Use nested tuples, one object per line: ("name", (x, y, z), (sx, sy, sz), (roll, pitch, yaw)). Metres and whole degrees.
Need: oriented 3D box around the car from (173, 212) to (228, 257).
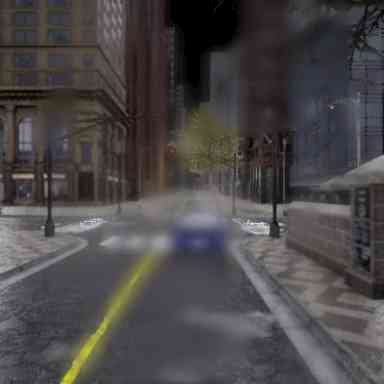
("car", (0.420, 1.546, 13.355), (1.882, 1.535, 5.008), (0, 0, 5))
